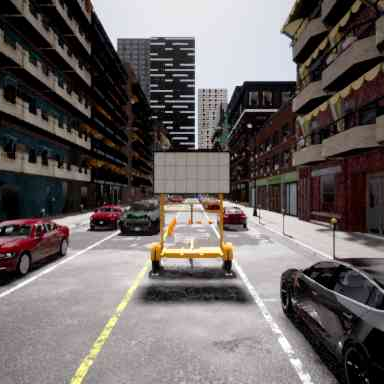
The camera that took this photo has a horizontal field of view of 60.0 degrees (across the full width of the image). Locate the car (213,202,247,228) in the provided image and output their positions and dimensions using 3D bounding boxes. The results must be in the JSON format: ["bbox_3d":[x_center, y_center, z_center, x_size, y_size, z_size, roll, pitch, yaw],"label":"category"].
[{"bbox_3d":[2.562,1.591,21.767,1.802,1.307,4.206,1,0,0],"label":"car"}]

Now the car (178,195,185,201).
[{"bbox_3d":[-2.789,1.634,88.384,1.812,1.442,4.674,0,0,0],"label":"car"}]

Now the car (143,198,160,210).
[{"bbox_3d":[-5.328,1.556,44.342,1.752,1.417,4.829,1,0,0],"label":"car"}]

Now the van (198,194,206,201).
[{"bbox_3d":[2.536,1.440,84.353,1.690,1.788,3.998,0,0,0],"label":"van"}]

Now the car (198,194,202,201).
[{"bbox_3d":[2.542,1.588,67.454,1.752,1.417,4.829,0,0,0],"label":"car"}]

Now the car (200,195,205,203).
[{"bbox_3d":[2.550,1.582,50.216,1.887,1.381,4.507,1,0,0],"label":"car"}]

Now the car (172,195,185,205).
[{"bbox_3d":[-2.833,1.532,62.517,1.882,1.535,5.008,0,0,0],"label":"car"}]

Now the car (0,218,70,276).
[{"bbox_3d":[-5.312,1.548,10.373,1.887,1.381,4.507,1,0,0],"label":"car"}]

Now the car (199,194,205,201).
[{"bbox_3d":[2.547,1.570,56.075,1.752,1.417,4.829,0,0,0],"label":"car"}]

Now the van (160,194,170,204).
[{"bbox_3d":[-5.336,1.404,67.270,1.690,1.788,3.998,1,0,0],"label":"van"}]

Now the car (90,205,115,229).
[{"bbox_3d":[-5.317,1.554,21.752,1.887,1.381,4.507,1,0,0],"label":"car"}]

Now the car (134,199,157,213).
[{"bbox_3d":[-5.325,1.576,38.822,2.008,1.369,4.403,1,0,0],"label":"car"}]

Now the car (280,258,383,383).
[{"bbox_3d":[2.570,1.567,4.699,1.947,1.339,4.313,1,0,0],"label":"car"}]

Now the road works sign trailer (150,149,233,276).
[{"bbox_3d":[-0.005,0.467,10.377,2.380,3.560,2.880,0,0,0],"label":"road works sign trailer"}]

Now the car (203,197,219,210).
[{"bbox_3d":[2.555,1.607,38.836,1.802,1.307,4.206,1,0,0],"label":"car"}]

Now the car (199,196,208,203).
[{"bbox_3d":[2.539,1.656,72.973,1.802,1.307,4.206,0,0,0],"label":"car"}]

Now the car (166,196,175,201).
[{"bbox_3d":[-5.346,1.643,84.340,1.887,1.381,4.507,0,0,0],"label":"car"}]

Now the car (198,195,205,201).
[{"bbox_3d":[2.532,1.638,90.213,1.752,1.417,4.829,0,0,0],"label":"car"}]

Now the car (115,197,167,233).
[{"bbox_3d":[-2.859,1.360,19.619,2.097,1.767,4.553,0,0,0],"label":"car"}]

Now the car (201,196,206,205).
[{"bbox_3d":[2.553,1.576,44.527,1.887,1.381,4.507,1,0,0],"label":"car"}]

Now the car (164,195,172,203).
[{"bbox_3d":[-5.336,1.598,61.581,1.887,1.381,4.507,1,0,0],"label":"car"}]
